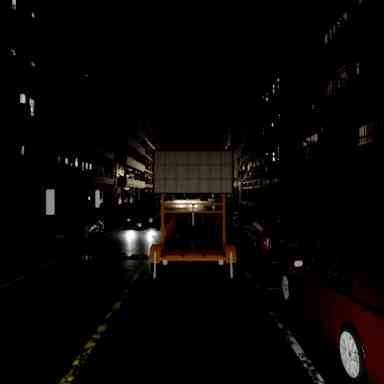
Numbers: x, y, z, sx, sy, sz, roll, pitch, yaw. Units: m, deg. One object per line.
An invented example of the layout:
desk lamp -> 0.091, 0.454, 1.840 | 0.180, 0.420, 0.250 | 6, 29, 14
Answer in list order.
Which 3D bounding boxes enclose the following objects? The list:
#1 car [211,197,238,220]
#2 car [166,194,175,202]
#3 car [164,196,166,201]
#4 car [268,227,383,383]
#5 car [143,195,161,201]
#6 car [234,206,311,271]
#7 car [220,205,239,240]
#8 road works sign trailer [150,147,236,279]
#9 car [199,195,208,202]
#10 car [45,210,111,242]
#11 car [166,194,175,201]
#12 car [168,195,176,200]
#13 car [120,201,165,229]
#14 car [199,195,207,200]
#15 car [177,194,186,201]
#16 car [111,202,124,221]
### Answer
car -> 2.754, 1.313, 27.766 | 2.192, 1.841, 5.009 | 0, 0, 0
car -> -5.515, 1.293, 78.516 | 2.192, 1.841, 5.009 | 0, 0, 0
car -> -5.577, 1.306, 50.335 | 2.192, 1.841, 5.009 | 0, 0, 0
car -> 2.703, 1.545, 5.221 | 1.887, 1.381, 4.507 | 0, 0, 0
car -> -5.591, 1.433, 44.698 | 1.967, 1.590, 4.097 | 0, 0, 0
car -> 2.716, 1.440, 10.858 | 1.967, 1.590, 4.097 | 0, 0, 0
car -> 2.728, 1.550, 16.493 | 2.008, 1.369, 4.403 | 0, 0, 0
road works sign trailer -> 0.037, 0.464, 10.013 | 2.380, 3.560, 2.880 | 0, 0, 0
car -> 2.865, 1.504, 78.664 | 1.752, 1.417, 4.829 | 0, 0, 0
car -> -5.653, 1.565, 16.515 | 1.947, 1.339, 4.313 | 0, 0, 0
car -> -5.503, 1.415, 84.152 | 1.967, 1.590, 4.097 | 0, 0, 0
car -> -5.491, 1.517, 89.789 | 1.887, 1.381, 4.507 | 0, 0, 0
car -> -3.050, 1.546, 22.085 | 2.033, 1.411, 5.357 | 0, 0, 0
car -> 2.890, 1.517, 89.766 | 1.887, 1.381, 4.507 | 0, 0, 0
car -> -2.809, 1.197, 86.553 | 2.150, 2.045, 5.566 | 0, 0, 0
car -> -5.628, 1.523, 27.618 | 1.752, 1.417, 4.829 | 0, 0, 0
